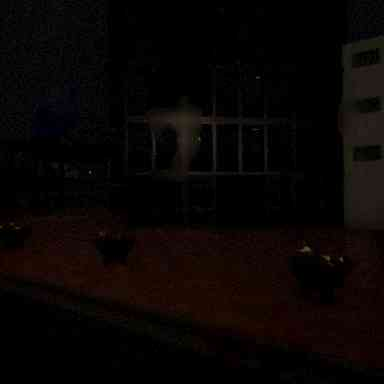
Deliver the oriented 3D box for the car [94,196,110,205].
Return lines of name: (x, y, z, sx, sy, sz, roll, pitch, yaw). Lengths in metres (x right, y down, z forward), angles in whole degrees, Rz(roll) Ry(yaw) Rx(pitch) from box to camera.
car: (-18.785, 1.837, 72.992, 2.150, 2.045, 5.566, -1, 0, 34)
